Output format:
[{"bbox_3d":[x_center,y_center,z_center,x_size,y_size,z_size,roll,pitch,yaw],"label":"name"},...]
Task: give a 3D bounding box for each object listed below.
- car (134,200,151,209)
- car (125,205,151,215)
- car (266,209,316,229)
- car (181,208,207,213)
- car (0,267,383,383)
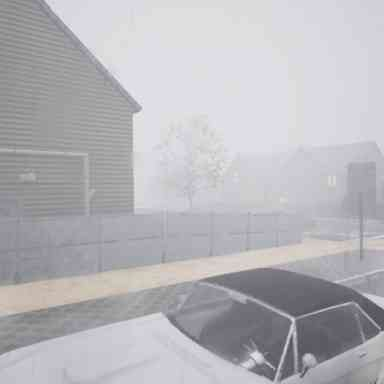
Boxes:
[{"bbox_3d":[-7.706,2.136,43.174,2.150,2.045,5.566,-1,0,-35],"label":"car"},{"bbox_3d":[-7.887,2.584,48.405,1.895,1.301,4.718,-1,-1,-35],"label":"car"},{"bbox_3d":[6.452,1.907,23.249,1.994,1.385,4.181,-1,-1,-36],"label":"car"},{"bbox_3d":[0.596,2.184,31.486,1.895,1.301,4.718,-1,-1,-35],"label":"car"},{"bbox_3d":[0.562,1.600,3.373,4.718,1.301,1.895,0,0,-34],"label":"car"}]
